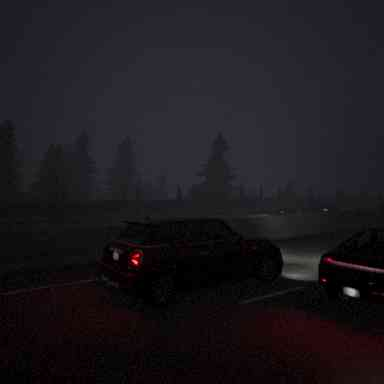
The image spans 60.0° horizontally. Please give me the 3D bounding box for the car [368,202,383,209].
[{"bbox_3d":[17.392,1.551,29.299,5.357,1.411,2.033,0,0,-35],"label":"car"}]

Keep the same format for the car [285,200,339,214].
[{"bbox_3d":[10.776,1.494,28.876,4.902,1.511,2.128,0,0,-35],"label":"car"}]

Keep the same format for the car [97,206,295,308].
[{"bbox_3d":[0.146,1.354,8.153,4.553,1.767,2.097,0,0,-35],"label":"car"}]

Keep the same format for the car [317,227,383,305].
[{"bbox_3d":[4.697,1.494,7.098,4.902,1.511,2.128,0,0,-36],"label":"car"}]
